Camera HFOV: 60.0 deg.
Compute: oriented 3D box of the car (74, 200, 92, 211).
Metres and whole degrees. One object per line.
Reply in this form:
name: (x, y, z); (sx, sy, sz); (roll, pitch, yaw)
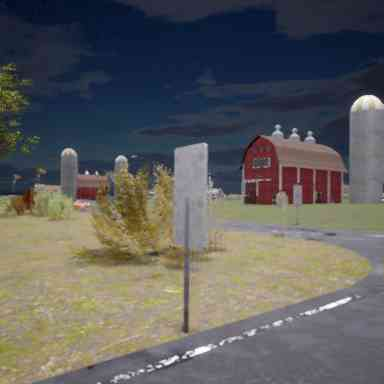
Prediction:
car: (-16.687, 1.975, 51.431); (2.097, 1.767, 4.553); (1, -1, -35)
